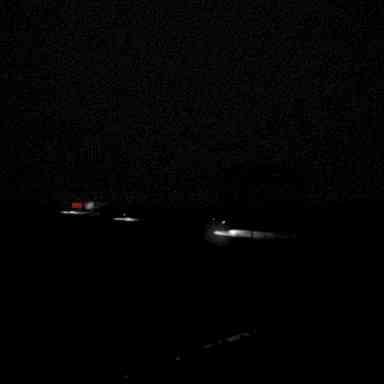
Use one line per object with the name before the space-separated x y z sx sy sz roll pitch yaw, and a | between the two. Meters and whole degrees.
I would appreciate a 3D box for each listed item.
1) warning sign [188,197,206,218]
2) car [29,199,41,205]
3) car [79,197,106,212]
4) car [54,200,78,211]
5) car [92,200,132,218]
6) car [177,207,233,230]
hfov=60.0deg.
warning sign | 0.486 1.472 31.660 1.300 1.860 1.060 2 -1 -36
car | -39.753 2.502 83.973 2.097 1.767 4.553 2 -2 -36
car | -13.622 1.769 46.793 2.150 2.045 5.566 1 -2 -35
car | -19.213 2.066 49.691 2.128 1.511 4.902 2 -2 -36
car | -8.072 1.874 34.334 2.033 1.411 5.357 2 -2 -36
car | 0.791 1.717 22.247 1.994 1.385 4.181 2 -2 -36
